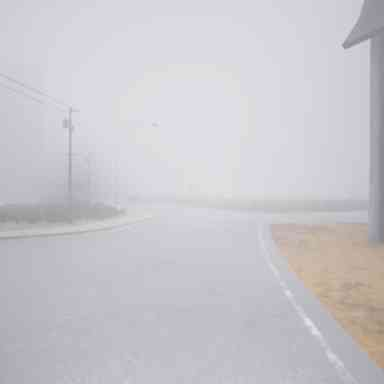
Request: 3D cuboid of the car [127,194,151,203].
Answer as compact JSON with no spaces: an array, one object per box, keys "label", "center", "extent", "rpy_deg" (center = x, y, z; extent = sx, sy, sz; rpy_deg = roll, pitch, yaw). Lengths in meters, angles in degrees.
[{"label":"car","center":[-8.597,1.041,53.913],"extent":[2.033,1.411,5.357],"rpy_deg":[0,1,-38]}]
